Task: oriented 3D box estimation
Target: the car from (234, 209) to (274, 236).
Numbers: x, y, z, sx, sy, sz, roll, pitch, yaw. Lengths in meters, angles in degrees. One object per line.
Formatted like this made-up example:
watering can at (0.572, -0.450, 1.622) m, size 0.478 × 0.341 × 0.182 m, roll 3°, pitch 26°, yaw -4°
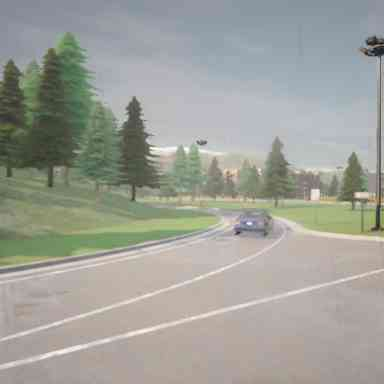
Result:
car at (3.805, 1.745, 19.980) m, size 2.033 × 1.411 × 5.357 m, roll 1°, pitch 0°, yaw 18°
